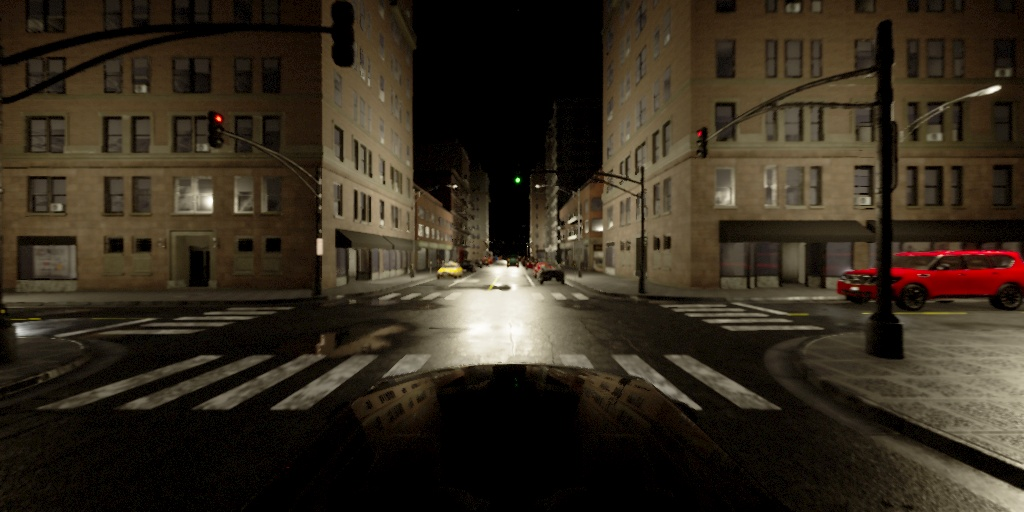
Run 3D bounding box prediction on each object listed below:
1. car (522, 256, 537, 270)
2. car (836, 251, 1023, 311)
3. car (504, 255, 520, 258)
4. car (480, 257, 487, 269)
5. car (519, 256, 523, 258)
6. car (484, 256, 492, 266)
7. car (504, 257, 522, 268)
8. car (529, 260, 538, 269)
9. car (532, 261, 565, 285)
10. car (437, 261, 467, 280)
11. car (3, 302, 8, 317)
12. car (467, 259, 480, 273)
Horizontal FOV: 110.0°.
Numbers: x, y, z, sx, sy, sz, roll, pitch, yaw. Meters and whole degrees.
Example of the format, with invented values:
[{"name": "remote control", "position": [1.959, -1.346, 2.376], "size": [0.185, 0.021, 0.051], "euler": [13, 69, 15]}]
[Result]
[{"name": "car", "position": [2.761, 1.072, 48.190], "size": [1.967, 1.591, 4.097], "euler": [0, 0, 0]}, {"name": "car", "position": [15.366, 0.833, 13.194], "size": [5.566, 2.045, 2.150], "euler": [0, 0, 0]}, {"name": "car", "position": [0.167, 0.811, 65.334], "size": [2.150, 2.045, 5.566], "euler": [0, 0, 0]}, {"name": "car", "position": [-5.249, 1.177, 53.888], "size": [2.007, 1.370, 4.403], "euler": [0, 0, 0]}, {"name": "car", "position": [2.791, 0.917, 59.553], "size": [2.192, 1.841, 5.009], "euler": [0, 0, 0]}, {"name": "car", "position": [-5.220, 1.036, 65.251], "size": [1.967, 1.591, 4.097], "euler": [0, 0, 0]}, {"name": "car", "position": [0.141, 1.218, 55.136], "size": [1.895, 1.301, 4.718], "euler": [0, 0, 0]}, {"name": "car", "position": [2.718, 1.258, 31.144], "size": [1.802, 1.307, 4.207], "euler": [0, 0, 0]}, {"name": "car", "position": [2.703, 1.241, 25.463], "size": [2.007, 1.370, 4.403], "euler": [0, 0, 0]}, {"name": "car", "position": [-5.308, 1.211, 30.993], "size": [1.751, 1.417, 4.829], "euler": [0, 0, 0]}, {"name": "car", "position": [-17.565, 1.404, 10.278], "size": [4.181, 1.385, 1.994], "euler": [0, 0, 0]}, {"name": "car", "position": [-5.278, 1.222, 42.526], "size": [1.948, 1.339, 4.313], "euler": [0, 0, 0]}]
